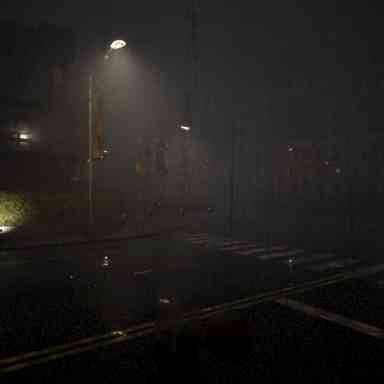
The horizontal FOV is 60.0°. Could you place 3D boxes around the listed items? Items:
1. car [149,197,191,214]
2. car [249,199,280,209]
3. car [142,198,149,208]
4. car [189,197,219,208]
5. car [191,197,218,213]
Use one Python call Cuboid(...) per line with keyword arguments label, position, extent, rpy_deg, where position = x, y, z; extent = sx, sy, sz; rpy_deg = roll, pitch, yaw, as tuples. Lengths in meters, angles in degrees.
Cuboid(label="car", position=(-2.397, 1.526, 34.987), extent=(1.812, 1.442, 4.674), rpy_deg=(0, 0, -35))
Cuboid(label="car", position=(9.651, 1.563, 44.294), extent=(1.994, 1.385, 4.181), rpy_deg=(0, 0, -35))
Cuboid(label="car", position=(-5.113, 1.492, 45.110), extent=(2.128, 1.511, 4.902), rpy_deg=(0, 0, -34))
Cuboid(label="car", position=(1.760, 1.478, 49.498), extent=(1.882, 1.535, 5.008), rpy_deg=(0, 0, -35))
Cuboid(label="car", position=(0.688, 1.564, 36.683), extent=(1.994, 1.385, 4.181), rpy_deg=(0, 0, -35))
